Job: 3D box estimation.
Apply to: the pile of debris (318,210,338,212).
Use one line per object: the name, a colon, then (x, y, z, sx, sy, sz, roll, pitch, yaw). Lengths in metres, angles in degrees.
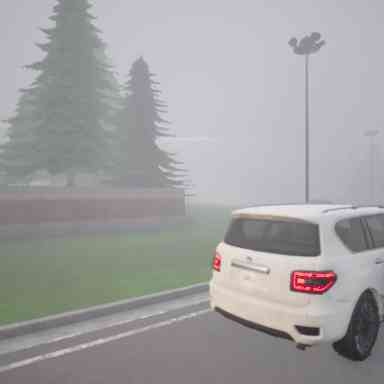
pile of debris: (16.296, 2.271, 39.883, 1.500, 0.140, 1.860, 0, 0, -12)

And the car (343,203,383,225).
car: (13.630, 1.604, 25.735, 2.033, 1.411, 5.357, 0, 0, 7)

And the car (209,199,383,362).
car: (2.781, 1.237, 6.230, 5.566, 2.045, 2.150, 0, 0, -41)

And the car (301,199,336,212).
car: (15.860, 1.606, 41.868, 1.837, 1.490, 4.892, 0, 0, -10)
